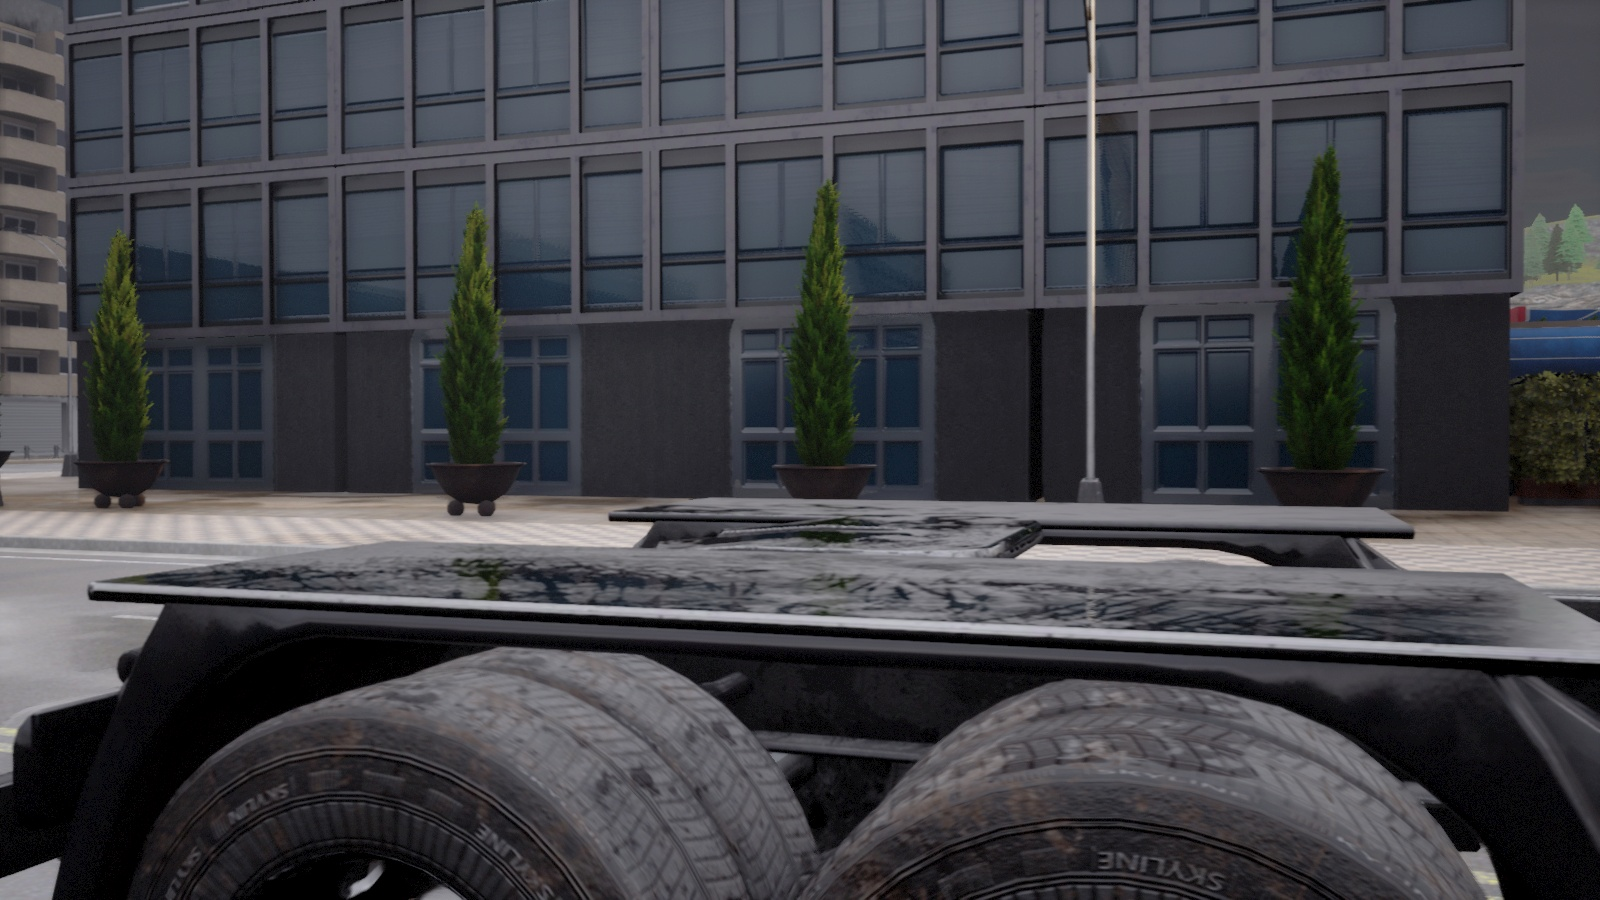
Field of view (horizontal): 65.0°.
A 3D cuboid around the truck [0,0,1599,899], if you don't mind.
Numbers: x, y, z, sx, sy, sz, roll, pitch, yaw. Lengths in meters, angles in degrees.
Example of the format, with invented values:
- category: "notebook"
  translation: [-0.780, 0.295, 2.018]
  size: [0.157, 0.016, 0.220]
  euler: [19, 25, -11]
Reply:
- category: "truck"
  translation: [2.295, -0.184, 2.407]
  size: [7.936, 3.462, 2.891]
  euler: [1, 1, 19]
